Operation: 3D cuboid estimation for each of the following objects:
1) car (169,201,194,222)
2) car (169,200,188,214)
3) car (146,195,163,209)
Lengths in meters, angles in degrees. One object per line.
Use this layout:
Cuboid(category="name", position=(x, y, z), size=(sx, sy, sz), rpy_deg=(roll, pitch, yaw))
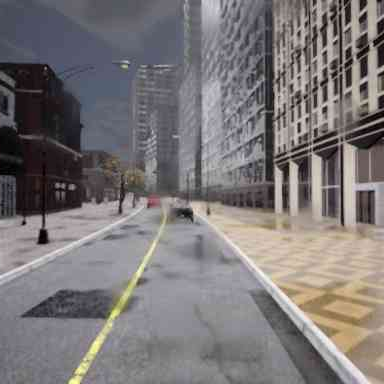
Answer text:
Cuboid(category="car", position=(-0.852, 1.630, 27.699), size=(2.128, 1.511, 4.902), rpy_deg=(0, 0, -3))
Cuboid(category="car", position=(-1.688, 1.738, 39.193), size=(2.033, 1.411, 5.357), rpy_deg=(0, 0, -5))
Cuboid(category="car", position=(-5.620, 1.458, 50.021), size=(2.150, 2.045, 5.566), rpy_deg=(0, -1, -6))
